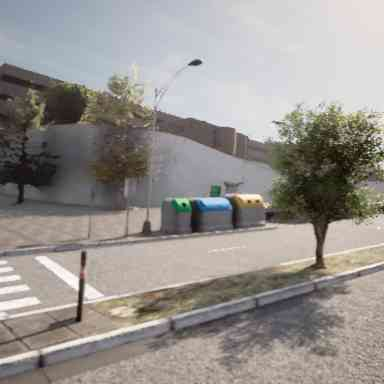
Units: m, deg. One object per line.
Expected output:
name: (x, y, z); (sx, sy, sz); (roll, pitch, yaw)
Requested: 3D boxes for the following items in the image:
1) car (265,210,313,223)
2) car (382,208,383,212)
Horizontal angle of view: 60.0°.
car: (7.554, 1.578, 26.511); (4.792, 1.488, 2.163); (0, 0, 31)
car: (20.937, 1.663, 38.139); (4.892, 1.521, 2.231); (0, 0, 28)
